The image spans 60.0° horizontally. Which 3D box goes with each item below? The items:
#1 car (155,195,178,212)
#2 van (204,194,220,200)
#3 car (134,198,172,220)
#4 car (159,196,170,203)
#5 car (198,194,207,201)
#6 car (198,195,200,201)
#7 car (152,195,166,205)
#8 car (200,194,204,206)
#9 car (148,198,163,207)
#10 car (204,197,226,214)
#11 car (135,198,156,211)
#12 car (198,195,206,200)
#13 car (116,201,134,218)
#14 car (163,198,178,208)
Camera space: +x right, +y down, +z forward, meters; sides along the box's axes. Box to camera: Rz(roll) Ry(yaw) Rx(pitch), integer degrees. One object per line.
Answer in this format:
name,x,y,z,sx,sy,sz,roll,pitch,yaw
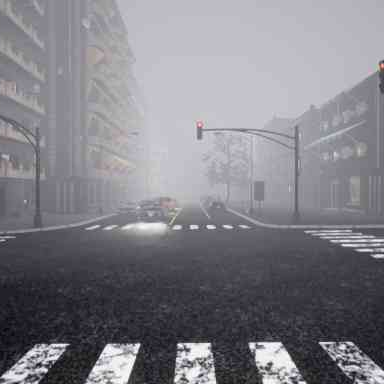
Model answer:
car,-3.090,1.340,38.646,2.097,1.767,4.553,0,0,0
van,2.679,1.327,41.265,1.690,1.788,3.998,0,0,0
car,-3.114,1.485,27.698,2.128,1.511,4.902,0,0,1
car,-5.704,1.551,68.939,1.802,1.307,4.206,0,0,0
car,2.672,1.396,85.533,1.967,1.590,4.097,0,0,0
car,2.673,1.280,74.467,2.192,1.841,5.009,0,0,0
car,-5.703,1.417,57.872,1.967,1.590,4.097,0,0,0
car,2.678,1.420,52.333,1.967,1.590,4.097,0,0,0
car,-5.701,1.562,52.339,1.802,1.307,4.206,0,0,0
car,2.682,1.555,35.732,1.947,1.339,4.313,0,0,0
car,-5.699,1.531,41.271,1.887,1.381,4.507,0,0,0
car,2.673,1.496,91.067,1.887,1.381,4.507,0,0,0
car,-5.698,1.542,30.205,2.008,1.369,4.403,0,0,0
car,-3.082,1.546,48.689,1.994,1.385,4.181,0,0,0
